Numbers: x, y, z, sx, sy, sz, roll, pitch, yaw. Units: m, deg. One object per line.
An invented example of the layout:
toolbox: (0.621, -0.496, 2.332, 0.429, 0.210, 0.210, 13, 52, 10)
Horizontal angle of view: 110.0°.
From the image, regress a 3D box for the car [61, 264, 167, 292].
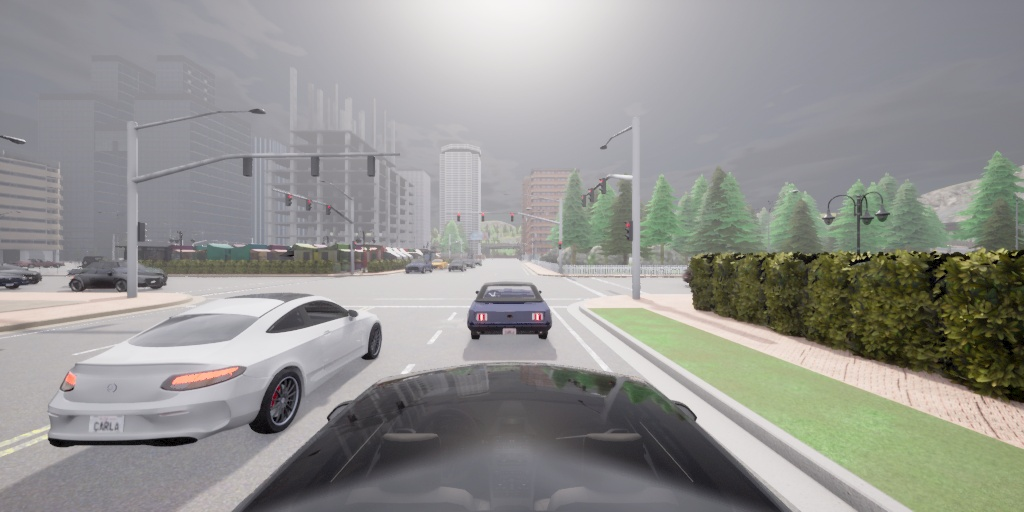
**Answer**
car: (-22.722, 1.314, 20.768, 4.181, 1.385, 1.994, 0, 0, 1)

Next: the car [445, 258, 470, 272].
car: (-7.090, 1.254, 46.914, 1.837, 1.490, 4.892, 0, 0, 0)

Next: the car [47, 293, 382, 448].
car: (-3.507, 1.276, 5.376, 1.812, 1.442, 4.674, 0, 0, -1)

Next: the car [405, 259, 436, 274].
car: (-10.727, 1.102, 41.572, 2.097, 1.767, 4.553, 0, 0, 3)

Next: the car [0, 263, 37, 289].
car: (-31.962, 1.297, 21.013, 5.357, 1.411, 2.033, 0, 0, 1)

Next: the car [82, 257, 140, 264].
car: (-26.342, 1.102, 24.366, 4.553, 1.767, 2.097, 0, 0, 2)

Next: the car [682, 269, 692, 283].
car: (13.772, 1.227, 23.265, 5.008, 1.535, 1.882, 0, 0, 1)

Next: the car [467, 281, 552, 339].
car: (-0.092, 1.351, 9.984, 1.895, 1.301, 4.718, 0, 0, -1)

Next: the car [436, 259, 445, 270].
car: (-10.581, 1.227, 51.014, 1.882, 1.535, 5.008, 0, 0, 0)

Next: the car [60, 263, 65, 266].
car: (-35.985, 1.297, 31.815, 5.357, 1.411, 2.033, 0, 0, 2)

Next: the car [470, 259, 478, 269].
car: (-7.065, 1.256, 57.637, 1.837, 1.490, 4.892, 0, 0, 0)

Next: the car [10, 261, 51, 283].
car: (-35.371, 1.255, 24.608, 4.892, 1.490, 1.837, 0, 0, 2)
